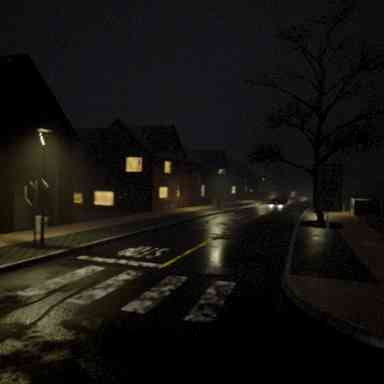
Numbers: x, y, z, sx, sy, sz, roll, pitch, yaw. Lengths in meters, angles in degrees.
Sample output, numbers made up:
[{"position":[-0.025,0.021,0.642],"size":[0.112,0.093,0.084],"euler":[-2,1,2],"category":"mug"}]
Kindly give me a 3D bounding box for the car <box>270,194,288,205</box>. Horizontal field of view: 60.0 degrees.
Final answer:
[{"position":[12.455,1.054,47.235],"size":[2.033,1.411,5.357],"euler":[2,1,24],"category":"car"}]
